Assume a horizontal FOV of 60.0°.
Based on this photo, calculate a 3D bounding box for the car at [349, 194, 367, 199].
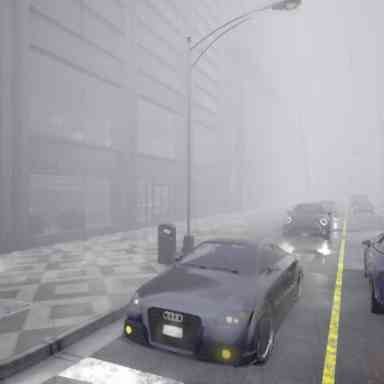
[{"bbox_3d":[21.925,1.236,43.570,2.150,2.045,5.566,0,0,25],"label":"car"}]

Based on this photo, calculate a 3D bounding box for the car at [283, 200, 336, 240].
[{"bbox_3d":[6.062,1.357,17.140,2.097,1.767,4.553,0,0,25],"label":"car"}]

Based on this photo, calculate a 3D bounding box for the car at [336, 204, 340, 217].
[{"bbox_3d":[12.779,1.513,31.368,1.837,1.490,4.892,0,0,25],"label":"car"}]

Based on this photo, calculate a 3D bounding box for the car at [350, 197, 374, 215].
[{"bbox_3d":[17.507,1.558,34.076,2.033,1.411,5.357,0,0,26],"label":"car"}]

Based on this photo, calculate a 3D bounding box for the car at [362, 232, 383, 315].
[{"bbox_3d":[4.707,1.527,6.990,1.812,1.442,4.674,0,0,25],"label":"car"}]

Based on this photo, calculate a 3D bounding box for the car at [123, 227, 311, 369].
[{"bbox_3d":[0.695,1.563,5.935,1.994,1.385,4.181,0,0,28],"label":"car"}]
